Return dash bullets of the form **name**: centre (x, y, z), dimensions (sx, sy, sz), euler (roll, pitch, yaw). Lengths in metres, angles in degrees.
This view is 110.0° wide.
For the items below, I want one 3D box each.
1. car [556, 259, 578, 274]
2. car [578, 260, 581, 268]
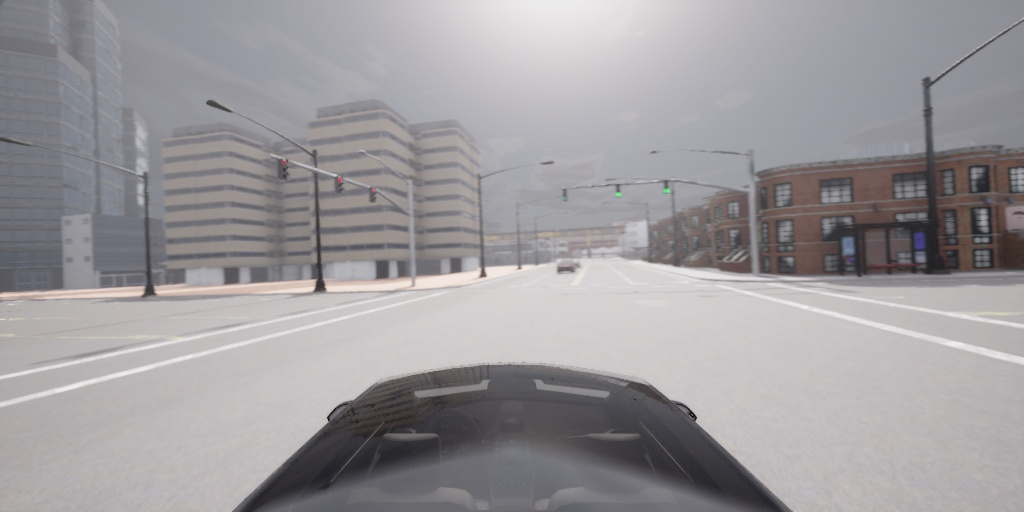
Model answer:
- **car**: centre (6.210, 1.175, 41.122), dimensions (1.882, 1.535, 5.008), euler (-3, -1, 13)
- **car**: centre (9.920, 1.187, 57.104), dimensions (2.033, 1.411, 5.357), euler (-3, 0, 13)
